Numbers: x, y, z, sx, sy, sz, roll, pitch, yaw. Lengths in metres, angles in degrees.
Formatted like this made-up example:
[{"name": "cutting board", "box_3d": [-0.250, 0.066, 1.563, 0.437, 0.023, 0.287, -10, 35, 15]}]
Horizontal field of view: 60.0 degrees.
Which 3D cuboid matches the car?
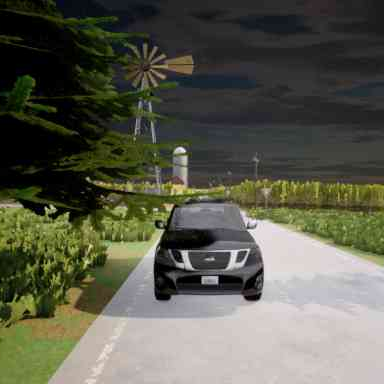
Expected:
[{"name": "car", "box_3d": [0.336, 1.221, 8.697, 2.150, 2.045, 5.566, 0, 0, 0]}]
